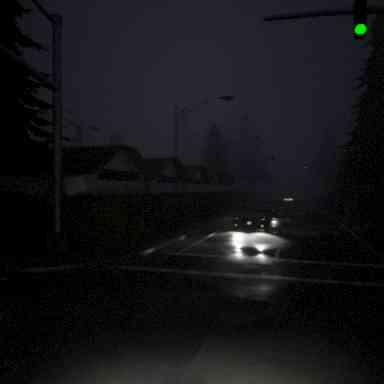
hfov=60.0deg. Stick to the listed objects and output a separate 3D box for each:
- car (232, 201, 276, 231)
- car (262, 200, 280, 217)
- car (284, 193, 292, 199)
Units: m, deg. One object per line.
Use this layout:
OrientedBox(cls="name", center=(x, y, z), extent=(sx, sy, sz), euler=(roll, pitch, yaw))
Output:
OrientedBox(cls="car", center=(3.719, 1.503, 20.106), extent=(1.994, 1.385, 4.181), euler=(0, 1, 18))
OrientedBox(cls="car", center=(6.894, 1.404, 29.984), extent=(2.033, 1.411, 5.357), euler=(0, 1, 18))
OrientedBox(cls="car", center=(24.424, 0.930, 84.538), extent=(2.128, 1.511, 4.902), euler=(0, 1, 18))
